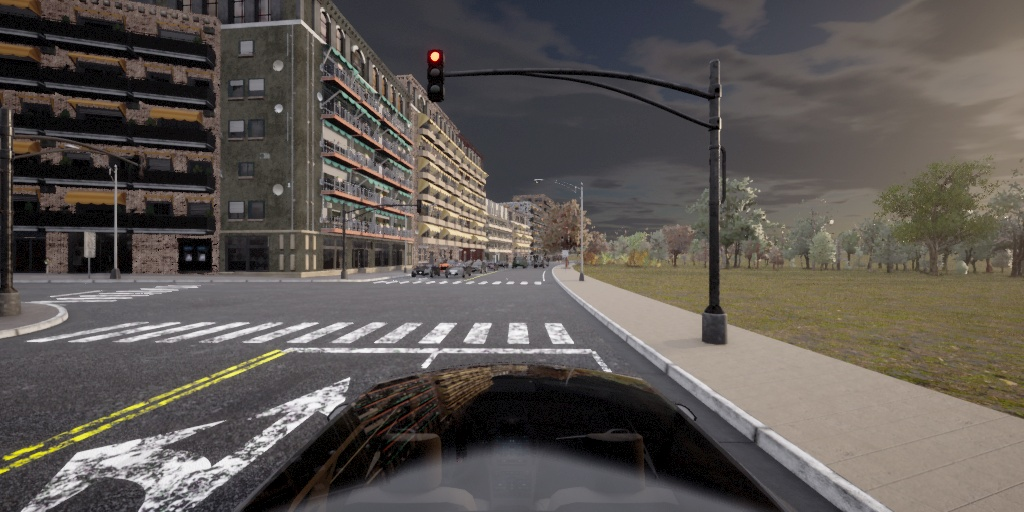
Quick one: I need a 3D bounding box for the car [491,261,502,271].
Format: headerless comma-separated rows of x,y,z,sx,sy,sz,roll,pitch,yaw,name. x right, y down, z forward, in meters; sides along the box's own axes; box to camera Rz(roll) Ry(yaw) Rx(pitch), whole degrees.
-3.216,1.446,53.397,1.994,1.385,4.181,0,0,7,car

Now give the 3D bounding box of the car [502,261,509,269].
-1.815,1.531,63.438,1.895,1.301,4.718,0,0,9,car

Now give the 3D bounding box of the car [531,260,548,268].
5.014,1.448,64.891,1.837,1.490,4.892,0,0,9,car

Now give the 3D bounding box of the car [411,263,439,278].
-8.364,1.375,35.322,1.994,1.385,4.181,0,0,5,car

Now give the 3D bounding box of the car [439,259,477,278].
-5.134,1.302,34.951,2.128,1.511,4.902,0,0,5,car

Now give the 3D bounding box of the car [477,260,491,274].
-4.271,1.351,44.254,1.837,1.490,4.892,0,0,6,car

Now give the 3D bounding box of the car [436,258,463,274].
-7.582,1.195,43.742,2.097,1.767,4.553,0,0,6,car

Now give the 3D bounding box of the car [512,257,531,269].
1.407,1.148,61.978,2.150,2.045,5.566,0,0,9,car
